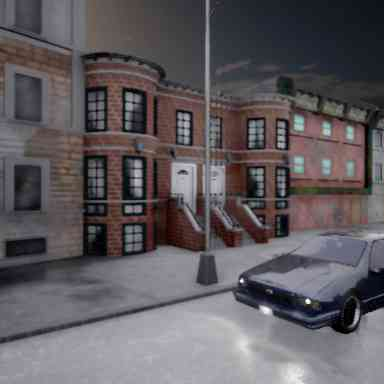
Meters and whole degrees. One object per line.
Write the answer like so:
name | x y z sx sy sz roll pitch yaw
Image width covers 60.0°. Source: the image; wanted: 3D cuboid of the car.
car | 3.386 1.565 6.995 5.357 1.411 2.033 0 0 -35
